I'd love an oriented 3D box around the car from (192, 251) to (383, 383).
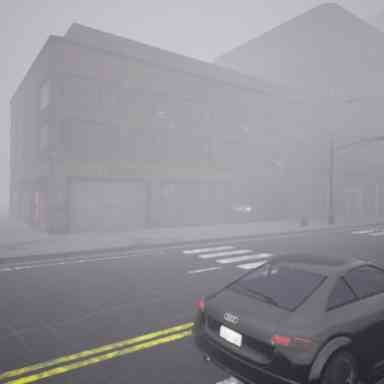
[{"bbox_3d":[2.068,1.605,4.910,4.181,1.385,1.994,1,0,-35],"label":"car"}]
